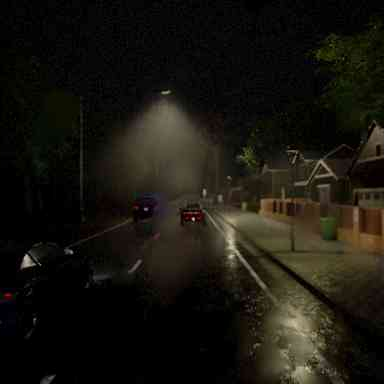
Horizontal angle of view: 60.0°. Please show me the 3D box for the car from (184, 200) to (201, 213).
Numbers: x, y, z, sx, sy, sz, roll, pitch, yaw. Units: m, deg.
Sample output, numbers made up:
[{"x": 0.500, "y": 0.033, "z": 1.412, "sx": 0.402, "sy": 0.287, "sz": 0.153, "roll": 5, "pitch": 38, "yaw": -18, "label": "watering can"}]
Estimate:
[{"x": 0.084, "y": 1.802, "z": 42.193, "sx": 1.994, "sy": 1.385, "sz": 4.181, "roll": 0, "pitch": 0, "yaw": 0, "label": "car"}]

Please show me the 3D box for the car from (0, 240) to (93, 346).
[{"x": -3.401, "y": 1.609, "z": 6.436, "sx": 1.994, "sy": 1.385, "sz": 4.181, "roll": 0, "pitch": 0, "yaw": 0, "label": "car"}]

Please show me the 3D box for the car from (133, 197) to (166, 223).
[{"x": -3.410, "y": 1.397, "z": 27.360, "sx": 2.150, "sy": 2.045, "sz": 5.566, "roll": 0, "pitch": 0, "yaw": 0, "label": "car"}]

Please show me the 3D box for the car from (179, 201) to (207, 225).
[{"x": 0.090, "y": 1.670, "z": 25.625, "sx": 1.837, "sy": 1.490, "sz": 4.892, "roll": 0, "pitch": -1, "yaw": 0, "label": "car"}]
